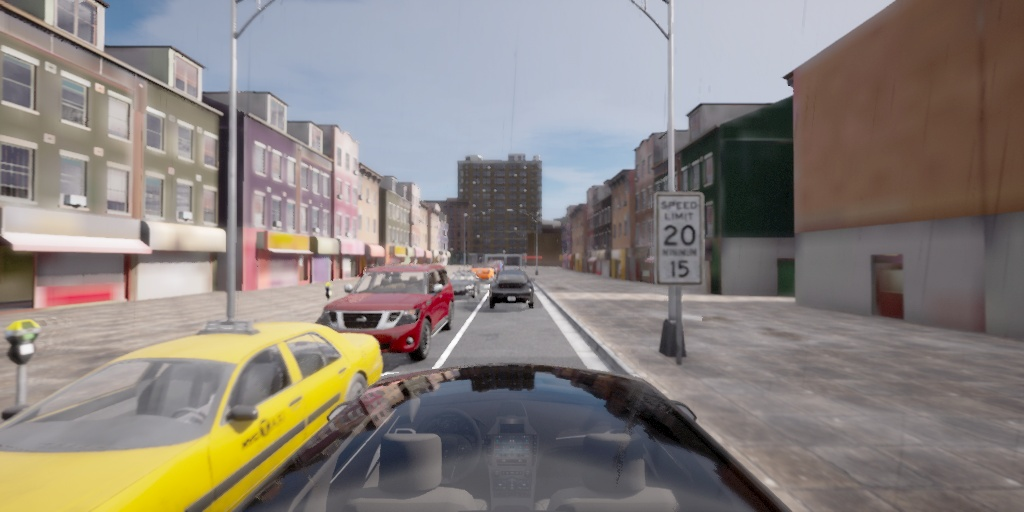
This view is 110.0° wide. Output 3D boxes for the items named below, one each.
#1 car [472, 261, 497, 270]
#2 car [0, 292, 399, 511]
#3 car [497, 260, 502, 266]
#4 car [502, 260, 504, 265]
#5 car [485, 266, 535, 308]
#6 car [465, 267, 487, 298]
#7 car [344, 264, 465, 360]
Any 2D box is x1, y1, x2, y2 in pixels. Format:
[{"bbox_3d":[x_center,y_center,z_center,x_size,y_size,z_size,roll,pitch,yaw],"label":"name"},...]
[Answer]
[{"bbox_3d":[-2.780,1.430,33.227,2.097,1.767,4.553,0,-1,0],"label":"car"},{"bbox_3d":[-2.639,1.290,3.068,1.751,1.417,4.829,0,0,0],"label":"car"},{"bbox_3d":[-2.679,1.666,46.787,1.967,1.591,4.097,0,0,0],"label":"car"},{"bbox_3d":[-2.685,1.599,52.231,2.192,1.841,5.009,0,0,0],"label":"car"},{"bbox_3d":[-0.009,1.403,16.154,1.837,1.490,4.892,0,0,0],"label":"car"},{"bbox_3d":[-2.654,1.482,19.568,2.007,1.370,4.403,0,0,0],"label":"car"},{"bbox_3d":[-2.644,1.134,8.680,2.192,1.841,5.009,0,0,0],"label":"car"}]
